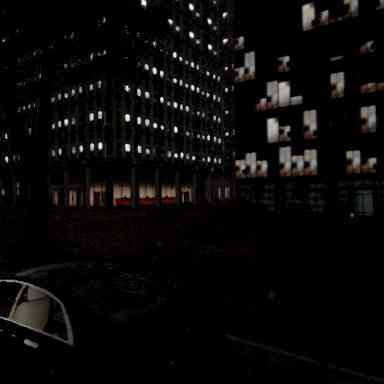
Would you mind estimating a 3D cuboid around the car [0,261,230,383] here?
[{"bbox_3d":[-1.671,1.545,4.071,4.403,1.369,2.008,0,-1,35],"label":"car"}]
